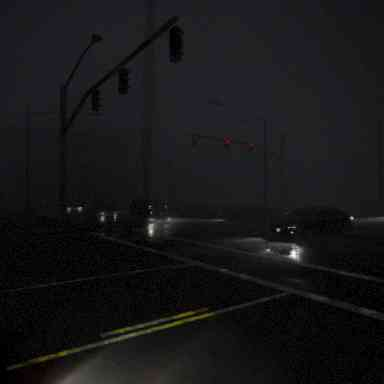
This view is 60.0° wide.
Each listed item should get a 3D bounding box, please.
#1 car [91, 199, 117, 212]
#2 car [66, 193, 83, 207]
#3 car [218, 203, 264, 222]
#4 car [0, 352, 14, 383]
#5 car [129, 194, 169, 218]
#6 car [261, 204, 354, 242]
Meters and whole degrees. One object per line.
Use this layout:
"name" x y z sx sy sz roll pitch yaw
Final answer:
"car" -10.615 1.515 39.679 1.812 1.442 4.674 0 0 -36
"car" -18.205 1.212 51.159 2.150 2.045 5.566 0 0 -23
"car" 4.690 1.536 24.879 5.357 1.411 2.033 0 0 29
"car" -3.602 1.549 1.239 5.357 1.411 2.033 0 0 -35
"car" -3.990 1.342 30.491 2.097 1.767 4.553 0 0 -36
"car" 5.958 1.468 16.388 4.892 1.490 1.837 0 0 -32
